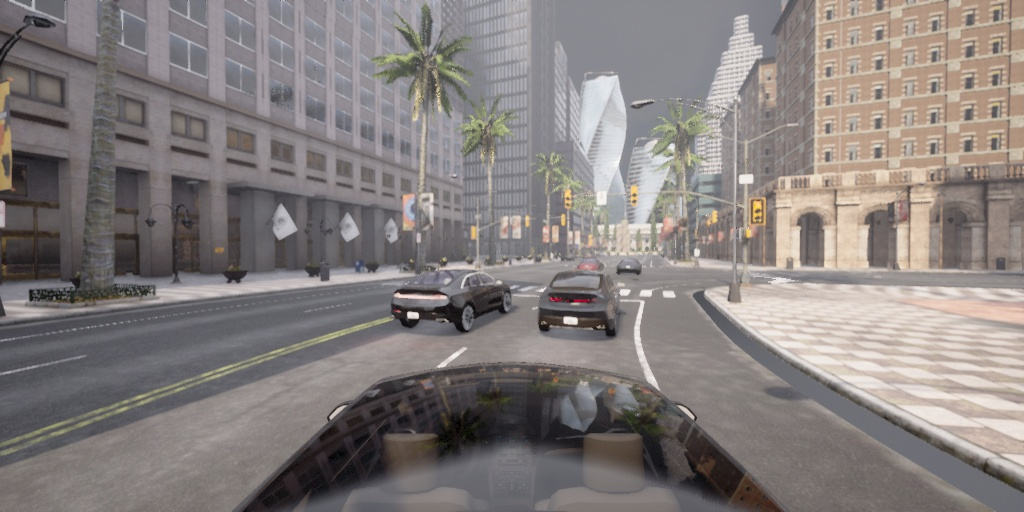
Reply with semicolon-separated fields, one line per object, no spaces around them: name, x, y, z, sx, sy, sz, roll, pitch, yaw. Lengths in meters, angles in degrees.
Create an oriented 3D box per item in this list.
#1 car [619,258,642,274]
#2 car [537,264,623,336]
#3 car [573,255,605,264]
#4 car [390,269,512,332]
car;10.727;0.887;32.713;1.994;1.385;4.181;0;1;22
car;2.041;1.140;10.118;1.837;1.490;4.892;0;1;18
car;7.491;0.872;34.057;1.994;1.385;4.181;0;1;22
car;-1.482;1.126;10.535;2.128;1.511;4.902;0;1;19
